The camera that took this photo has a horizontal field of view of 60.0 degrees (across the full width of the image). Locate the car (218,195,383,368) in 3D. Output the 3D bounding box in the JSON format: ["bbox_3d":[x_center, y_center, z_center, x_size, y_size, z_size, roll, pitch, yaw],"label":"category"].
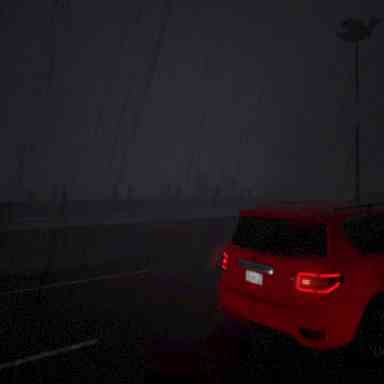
[{"bbox_3d":[3.007,1.185,5.934,5.566,2.045,2.150,-1,0,-35],"label":"car"}]

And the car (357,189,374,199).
[{"bbox_3d":[34.748,0.395,66.604,2.150,2.045,5.566,0,0,19],"label":"car"}]

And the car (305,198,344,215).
[{"bbox_3d":[12.786,1.372,31.962,1.994,1.385,4.181,0,0,45],"label":"car"}]

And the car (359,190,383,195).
[{"bbox_3d":[15.846,1.022,30.026,2.150,2.045,5.566,0,0,44],"label":"car"}]

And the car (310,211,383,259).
[{"bbox_3d":[6.844,1.514,12.967,4.718,1.301,1.895,0,0,-36],"label":"car"}]

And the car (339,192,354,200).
[{"bbox_3d":[31.448,0.709,67.767,2.128,1.511,4.902,0,0,19],"label":"car"}]

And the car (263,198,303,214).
[{"bbox_3d":[9.175,1.348,33.295,4.674,1.442,1.812,-1,0,-44],"label":"car"}]
